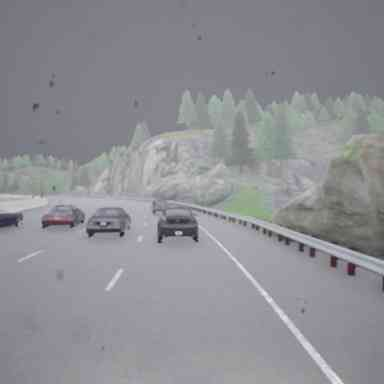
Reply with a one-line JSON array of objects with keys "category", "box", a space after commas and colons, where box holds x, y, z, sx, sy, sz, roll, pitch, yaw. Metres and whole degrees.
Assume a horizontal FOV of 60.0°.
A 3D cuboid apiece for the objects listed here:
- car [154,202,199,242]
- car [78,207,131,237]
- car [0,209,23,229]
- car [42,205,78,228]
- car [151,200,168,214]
[{"category": "car", "box": [-0.770, 1.480, 16.417, 1.837, 1.490, 4.892, 0, 0, -5]}, {"category": "car", "box": [-4.407, 1.527, 18.102, 2.033, 1.411, 5.357, 0, 0, -6]}, {"category": "car", "box": [-11.577, 1.592, 19.286, 1.895, 1.301, 4.718, 0, 0, -6]}, {"category": "car", "box": [-8.412, 1.545, 22.079, 1.994, 1.385, 4.181, 0, 0, -7]}, {"category": "car", "box": [-3.315, 1.498, 35.075, 2.033, 1.411, 5.357, 0, 0, -11]}]
